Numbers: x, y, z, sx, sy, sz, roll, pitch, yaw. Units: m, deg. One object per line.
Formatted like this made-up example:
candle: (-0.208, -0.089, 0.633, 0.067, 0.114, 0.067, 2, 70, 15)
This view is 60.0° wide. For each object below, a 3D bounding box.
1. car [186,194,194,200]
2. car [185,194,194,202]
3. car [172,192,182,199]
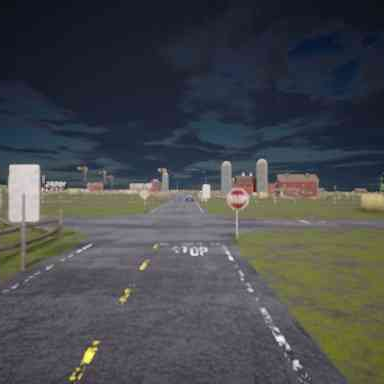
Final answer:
car: (-0.558, 1.224, 79.978, 1.895, 1.301, 4.718, 0, 0, 0)
car: (-0.487, 1.296, 69.910, 1.812, 1.442, 4.674, 0, 0, 0)
car: (-3.274, 0.877, 74.927, 1.837, 1.490, 4.892, 0, 0, 0)
